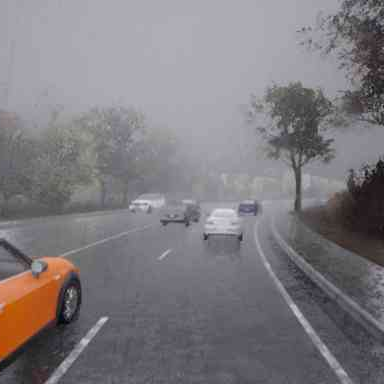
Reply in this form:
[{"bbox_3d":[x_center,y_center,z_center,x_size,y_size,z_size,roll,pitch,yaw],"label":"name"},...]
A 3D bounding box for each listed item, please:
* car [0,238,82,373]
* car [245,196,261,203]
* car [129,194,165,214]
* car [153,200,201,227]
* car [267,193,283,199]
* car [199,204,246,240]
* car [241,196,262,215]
[{"bbox_3d":[-3.129,1.344,4.273,2.097,1.767,4.553,0,0,2],"label":"car"},{"bbox_3d":[13.222,1.642,72.083,1.994,1.385,4.181,0,0,32],"label":"car"},{"bbox_3d":[-4.699,1.231,35.971,2.150,2.045,5.566,0,-1,18],"label":"car"},{"bbox_3d":[-0.698,1.568,23.299,2.033,1.411,5.357,0,0,12],"label":"car"},{"bbox_3d":[18.497,0.996,73.731,2.150,2.045,5.566,0,0,34],"label":"car"},{"bbox_3d":[1.705,1.552,17.042,1.812,1.442,4.674,0,0,9],"label":"car"},{"bbox_3d":[6.073,1.544,34.460,1.882,1.535,5.008,0,0,18],"label":"car"}]
